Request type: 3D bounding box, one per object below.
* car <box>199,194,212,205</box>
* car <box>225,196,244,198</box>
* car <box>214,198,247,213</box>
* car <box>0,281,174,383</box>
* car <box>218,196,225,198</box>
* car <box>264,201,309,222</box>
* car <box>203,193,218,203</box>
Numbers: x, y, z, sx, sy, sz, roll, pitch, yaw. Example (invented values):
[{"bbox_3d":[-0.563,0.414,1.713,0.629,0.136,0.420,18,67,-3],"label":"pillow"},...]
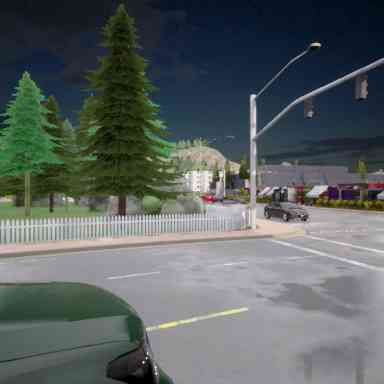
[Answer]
[{"bbox_3d":[0.948,1.555,50.449,1.837,1.490,4.892,0,2,-16],"label":"car"},{"bbox_3d":[8.616,1.547,62.284,2.128,1.511,4.902,0,0,-16],"label":"car"},{"bbox_3d":[4.566,1.656,38.059,1.895,1.301,4.718,0,0,-16],"label":"car"},{"bbox_3d":[-2.779,1.221,1.653,5.566,2.045,2.150,0,0,-36],"label":"car"},{"bbox_3d":[5.989,1.559,71.147,1.837,1.490,4.892,0,0,-16],"label":"car"},{"bbox_3d":[7.671,1.560,27.462,1.837,1.490,4.892,0,0,-16],"label":"car"},{"bbox_3d":[2.844,1.277,69.594,2.150,2.045,5.566,0,0,-17],"label":"car"}]
